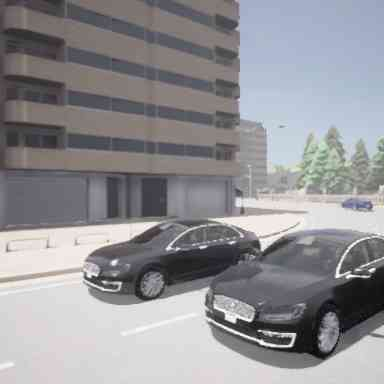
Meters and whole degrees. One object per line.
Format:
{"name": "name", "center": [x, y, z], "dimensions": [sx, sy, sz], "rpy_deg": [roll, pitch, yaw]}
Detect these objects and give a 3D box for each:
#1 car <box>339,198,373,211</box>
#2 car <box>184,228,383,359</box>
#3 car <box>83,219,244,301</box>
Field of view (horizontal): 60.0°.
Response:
{"name": "car", "center": [18.868, 1.371, 38.360], "dimensions": [1.812, 1.442, 4.674], "rpy_deg": [0, 0, -5]}
{"name": "car", "center": [2.391, 1.485, 6.091], "dimensions": [4.892, 1.490, 1.837], "rpy_deg": [0, 0, -40]}
{"name": "car", "center": [-0.248, 1.488, 8.427], "dimensions": [4.892, 1.490, 1.837], "rpy_deg": [0, 0, -40]}
